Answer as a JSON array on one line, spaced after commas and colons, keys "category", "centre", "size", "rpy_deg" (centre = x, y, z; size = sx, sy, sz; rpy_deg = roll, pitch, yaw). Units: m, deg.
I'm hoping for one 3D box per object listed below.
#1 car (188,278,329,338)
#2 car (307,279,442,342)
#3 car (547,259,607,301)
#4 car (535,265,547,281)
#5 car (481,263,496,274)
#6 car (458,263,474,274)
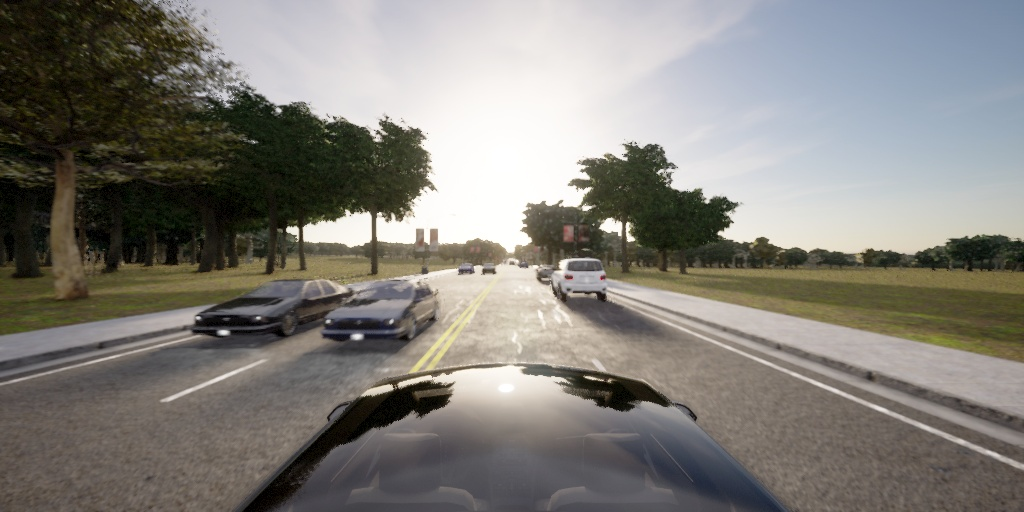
[{"category": "car", "centre": [-6.595, 1.397, 10.865], "size": [2.033, 1.411, 5.357], "rpy_deg": [0, -1, 0]}, {"category": "car", "centre": [-3.346, 1.392, 10.419], "size": [2.033, 1.411, 5.357], "rpy_deg": [0, -1, 0]}, {"category": "car", "centre": [3.358, 1.157, 18.761], "size": [2.150, 2.045, 5.566], "rpy_deg": [0, -1, 0]}, {"category": "car", "centre": [3.362, 1.608, 35.063], "size": [2.128, 1.511, 4.902], "rpy_deg": [0, -1, 0]}, {"category": "car", "centre": [-3.305, 1.790, 51.654], "size": [1.882, 1.535, 5.008], "rpy_deg": [0, -1, 0]}, {"category": "car", "centre": [-6.555, 1.791, 51.655], "size": [1.882, 1.535, 5.008], "rpy_deg": [0, -1, 0]}]
